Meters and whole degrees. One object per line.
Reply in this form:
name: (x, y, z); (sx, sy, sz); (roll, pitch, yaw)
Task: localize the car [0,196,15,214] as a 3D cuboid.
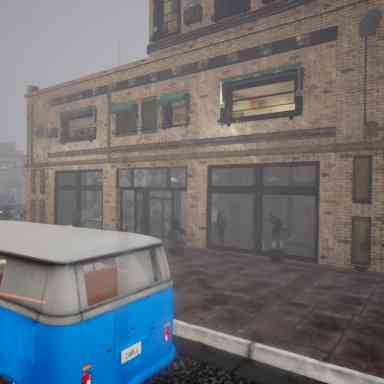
car: (-22.045, 1.411, 35.538); (2.192, 1.841, 5.009); (0, 0, 36)

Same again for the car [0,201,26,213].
car: (-15.283, 1.793, 30.593); (1.947, 1.339, 4.313); (0, 0, 36)

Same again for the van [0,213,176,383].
van: (-2.102, 1.340, 4.348); (3.998, 1.788, 1.690); (0, 1, 35)

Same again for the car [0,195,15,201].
car: (-20.506, 1.349, 33.244); (2.150, 2.045, 5.566); (1, 0, 36)
